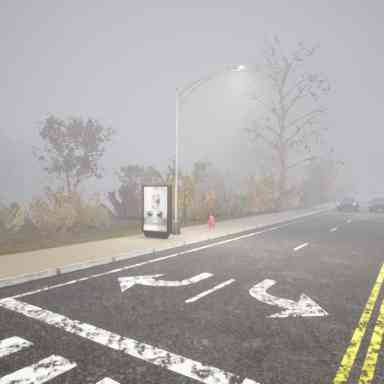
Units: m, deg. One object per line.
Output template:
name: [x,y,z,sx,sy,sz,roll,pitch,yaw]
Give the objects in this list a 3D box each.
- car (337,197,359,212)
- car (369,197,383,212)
car: [18.708,1.390,39.731,2.097,1.767,4.553,0,0,30]
car: [21.509,1.393,38.084,2.097,1.767,4.553,0,0,30]
